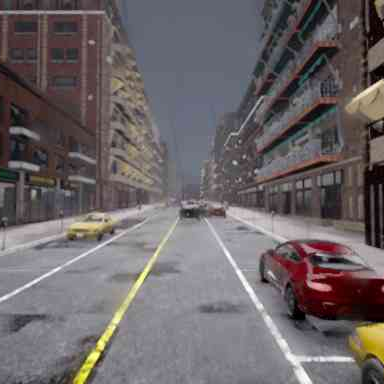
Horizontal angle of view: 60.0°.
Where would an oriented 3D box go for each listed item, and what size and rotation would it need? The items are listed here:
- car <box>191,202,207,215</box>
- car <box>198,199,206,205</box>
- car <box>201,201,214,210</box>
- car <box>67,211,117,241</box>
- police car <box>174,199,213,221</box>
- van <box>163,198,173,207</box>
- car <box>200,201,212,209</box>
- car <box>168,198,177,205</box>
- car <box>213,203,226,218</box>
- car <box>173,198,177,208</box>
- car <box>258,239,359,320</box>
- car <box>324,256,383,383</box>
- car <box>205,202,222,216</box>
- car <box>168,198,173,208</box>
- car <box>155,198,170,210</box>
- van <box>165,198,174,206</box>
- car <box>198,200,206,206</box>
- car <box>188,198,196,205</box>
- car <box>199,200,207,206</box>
[{"bbox_3d":[0.830,2.052,41.487,1.812,1.442,4.674,0,-1,0],"label":"car"},{"bbox_3d":[2.605,2.695,90.122,1.967,1.590,4.097,1,-1,0],"label":"car"},{"bbox_3d":[2.591,2.291,56.939,1.887,1.381,4.507,1,-1,0],"label":"car"},{"bbox_3d":[-5.291,1.745,18.130,1.752,1.417,4.829,2,-1,0],"label":"car"},{"bbox_3d":[0.280,1.821,31.870,1.930,1.638,5.238,0,-1,15],"label":"police car"},{"bbox_3d":[-5.281,2.334,73.594,1.690,1.788,3.998,2,-1,0],"label":"van"},{"bbox_3d":[2.592,2.377,62.470,2.008,1.369,4.403,1,-1,0],"label":"car"},{"bbox_3d":[-5.280,2.571,90.186,2.192,1.841,5.009,1,-1,0],"label":"car"},{"bbox_3d":[2.589,1.980,34.819,1.887,1.381,4.507,1,-1,0],"label":"car"},{"bbox_3d":[-2.766,2.384,64.674,1.812,1.442,4.674,0,-1,1],"label":"car"},{"bbox_3d":[2.585,1.668,7.171,1.802,1.307,4.206,1,-1,0],"label":"car"},{"bbox_3d":[2.586,1.548,1.813,1.752,1.417,4.829,2,-1,0],"label":"car"},{"bbox_3d":[2.590,2.038,40.521,1.752,1.417,4.829,1,-1,0],"label":"car"},{"bbox_3d":[-5.282,2.142,62.537,2.192,1.841,5.009,2,-1,0],"label":"car"},{"bbox_3d":[-5.288,2.270,56.833,1.752,1.417,4.829,2,-1,0],"label":"car"},{"bbox_3d":[-5.282,2.420,79.126,1.690,1.788,3.998,1,-1,0],"label":"van"},{"bbox_3d":[2.595,2.711,84.589,1.887,1.381,4.507,1,-1,0],"label":"car"},{"bbox_3d":[0.011,2.355,82.178,2.097,1.767,4.553,0,-1,0],"label":"car"},{"bbox_3d":[2.594,2.623,79.060,1.887,1.381,4.507,1,-1,0],"label":"car"}]
